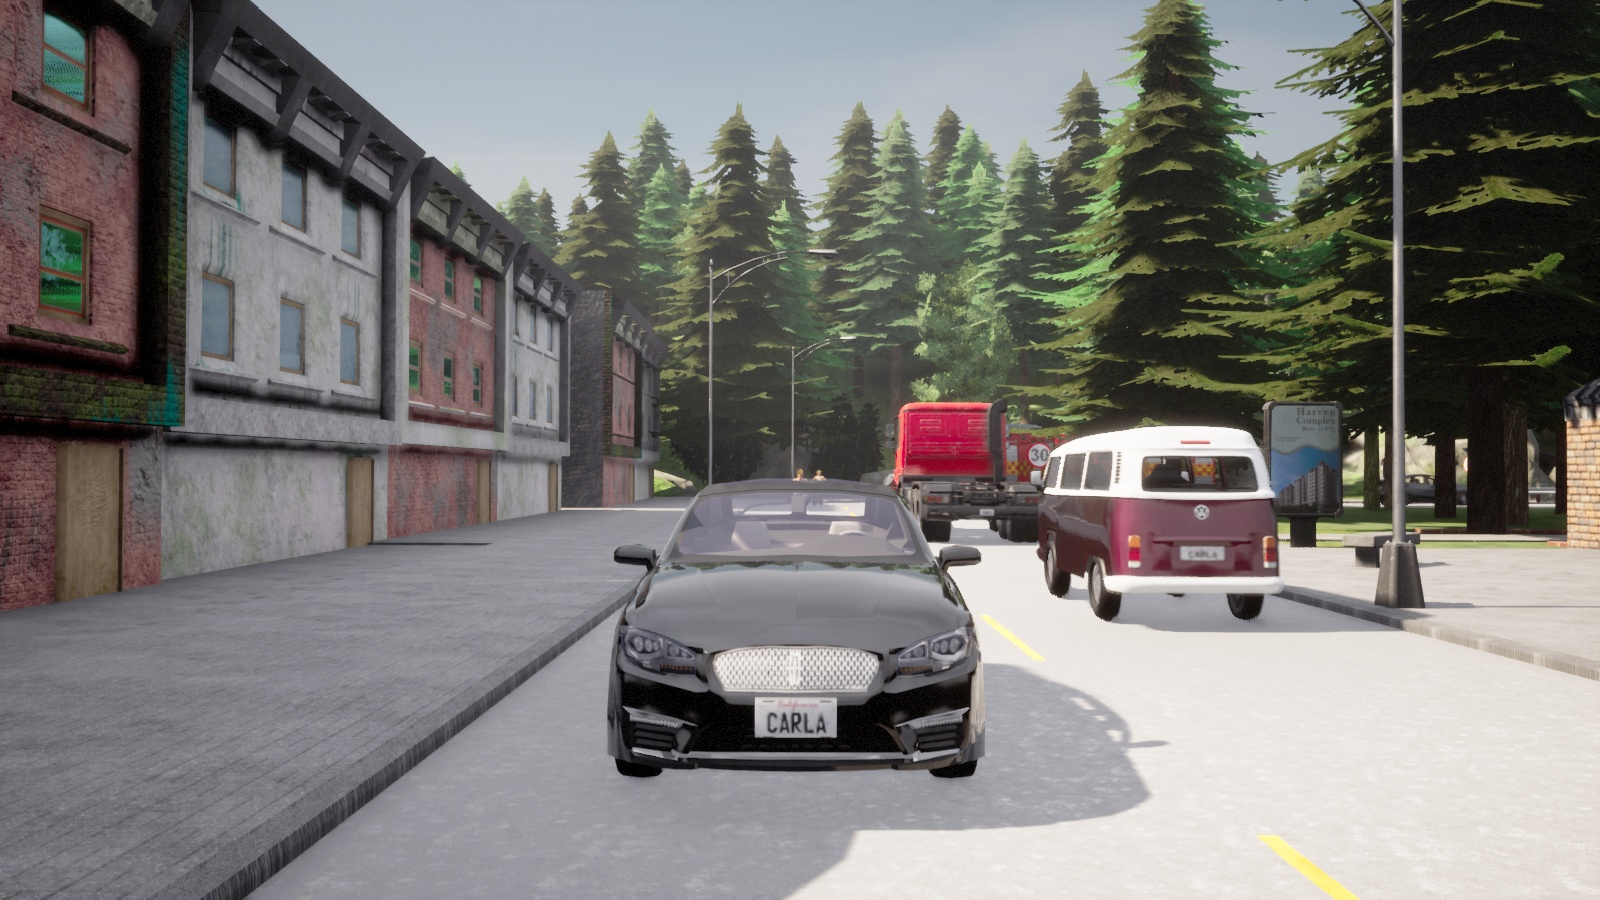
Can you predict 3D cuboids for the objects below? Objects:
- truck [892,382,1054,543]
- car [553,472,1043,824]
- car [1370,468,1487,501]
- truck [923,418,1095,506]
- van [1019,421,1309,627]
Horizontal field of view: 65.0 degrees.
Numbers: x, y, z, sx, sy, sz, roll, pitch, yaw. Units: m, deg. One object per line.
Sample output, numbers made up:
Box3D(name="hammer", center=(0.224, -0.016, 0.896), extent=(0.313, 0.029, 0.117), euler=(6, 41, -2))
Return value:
Box3D(name="truck", center=(4.005, 0.335, 30.933), extent=(2.891, 3.462, 7.936), euler=(0, -1, 0))
Box3D(name="car", center=(-0.007, 0.903, 7.919), extent=(2.128, 1.511, 4.902), euler=(0, -1, 0))
Box3D(name="car", center=(29.660, 1.638, 59.388), extent=(4.514, 1.525, 2.007), euler=(0, -1, 0))
Box3D(name="truck", center=(9.866, 0.596, 58.760), extent=(8.468, 3.827, 2.891), euler=(1, -2, -37))
Box3D(name="van", center=(3.995, 0.768, 14.675), extent=(2.069, 2.038, 4.480), euler=(0, -1, 0))
